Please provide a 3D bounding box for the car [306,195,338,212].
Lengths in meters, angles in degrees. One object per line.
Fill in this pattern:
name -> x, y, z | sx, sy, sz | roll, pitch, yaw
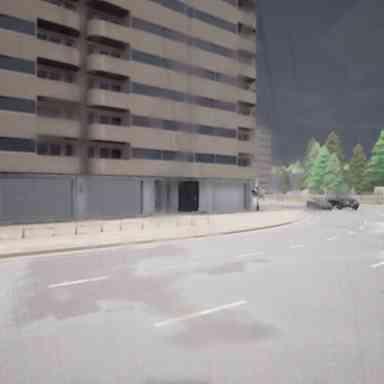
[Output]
car -> 14.452, 1.429, 37.892 | 1.837, 1.490, 4.892 | 1, 0, 3

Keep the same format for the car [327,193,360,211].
car -> 18.092, 1.136, 40.430 | 2.150, 2.045, 5.566 | 0, 0, -1
